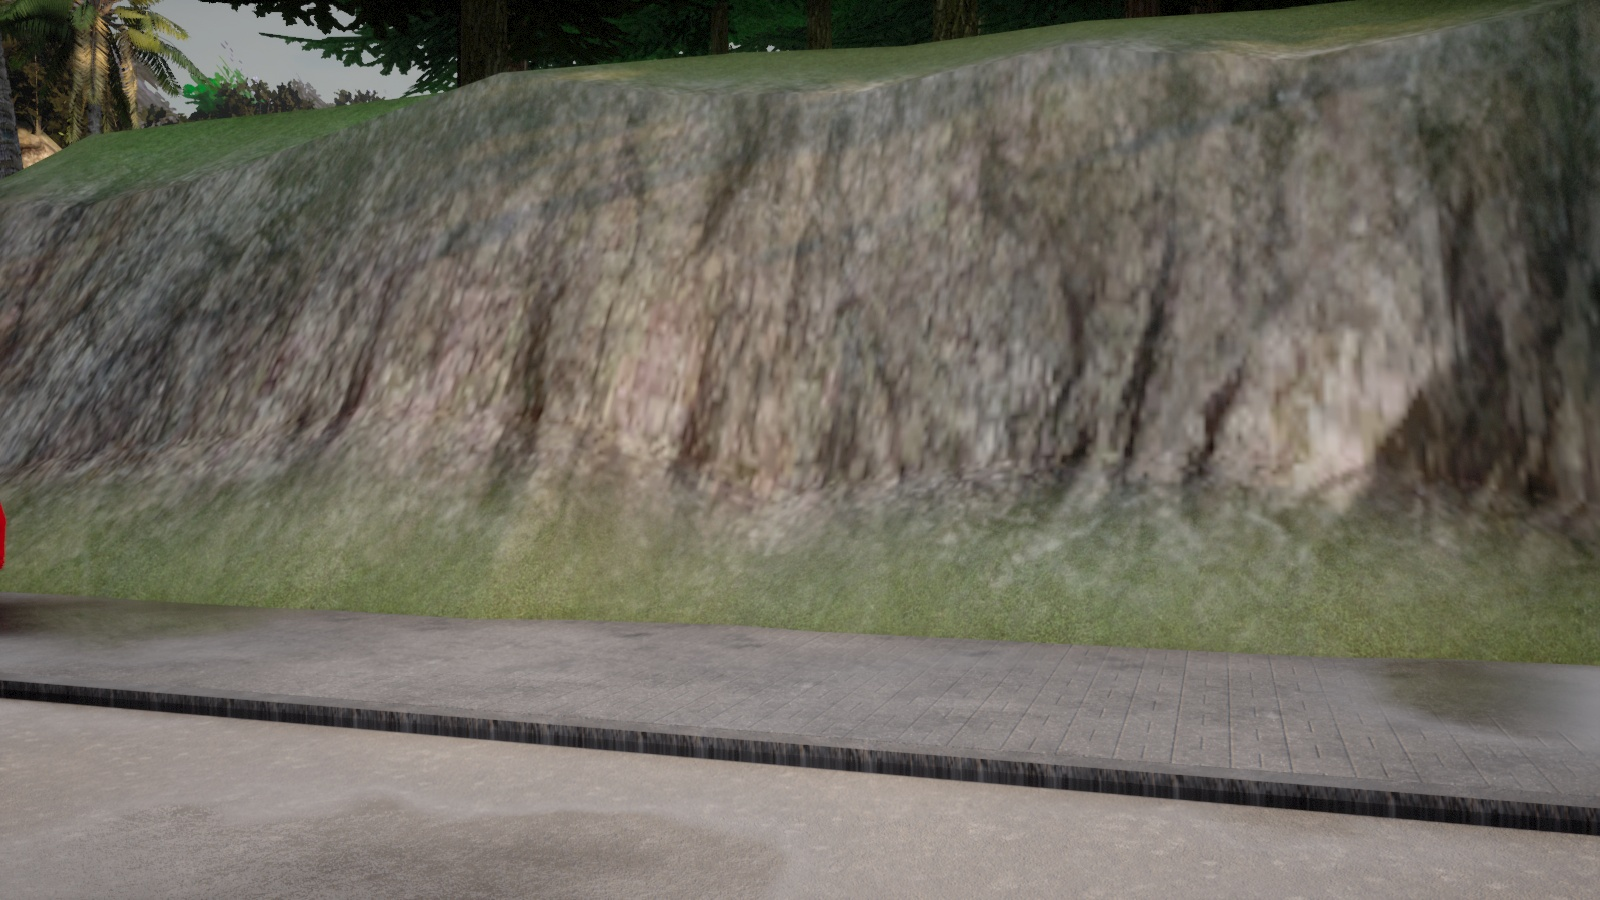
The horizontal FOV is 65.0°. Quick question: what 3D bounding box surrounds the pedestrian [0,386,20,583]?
[{"bbox_3d":[-7.777,0.318,11.886,0.614,1.847,0.353,1,1,19],"label":"pedestrian"}]
